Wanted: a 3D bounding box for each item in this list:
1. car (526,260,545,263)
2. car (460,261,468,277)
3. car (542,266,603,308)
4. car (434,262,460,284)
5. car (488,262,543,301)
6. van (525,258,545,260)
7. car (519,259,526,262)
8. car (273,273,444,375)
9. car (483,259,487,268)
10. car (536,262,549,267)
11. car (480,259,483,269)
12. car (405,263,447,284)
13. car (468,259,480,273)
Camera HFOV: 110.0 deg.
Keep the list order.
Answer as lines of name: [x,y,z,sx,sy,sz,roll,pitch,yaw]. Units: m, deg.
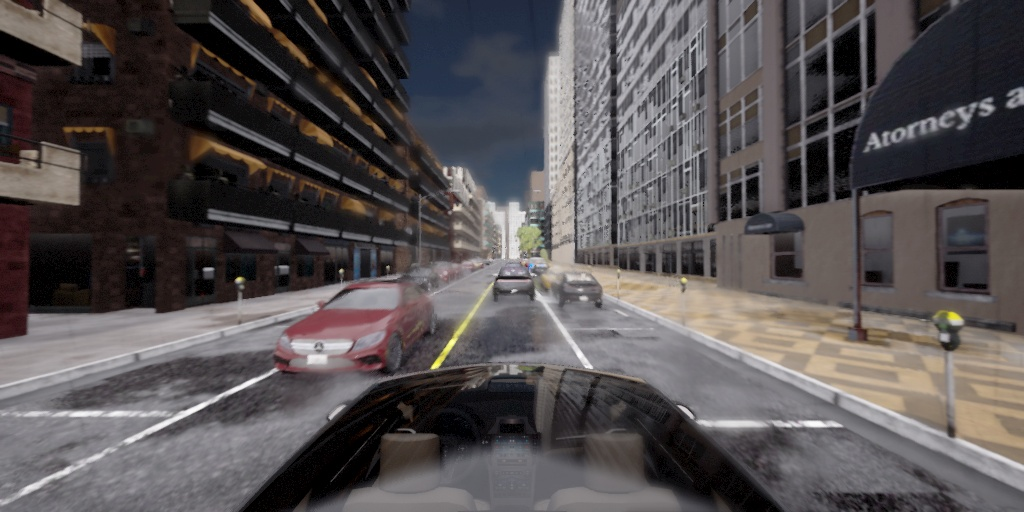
car: [2.569,1.270,31.910,2.007,1.370,4.403,0,0,0]
car: [-5.312,1.302,32.080,1.802,1.307,4.207,0,0,0]
car: [2.567,1.287,14.953,2.007,1.370,4.403,0,0,0]
car: [-5.312,1.165,26.434,1.967,1.591,4.097,0,0,0]
car: [0.100,1.227,17.038,2.128,1.511,4.902,0,0,0]
van: [2.570,1.055,37.563,1.690,1.789,3.998,0,0,0]
car: [0.100,1.267,32.553,2.033,1.411,5.357,0,0,0]
car: [-2.862,1.270,7.624,1.812,1.442,4.674,0,0,0]
car: [-5.309,1.141,54.666,1.967,1.591,4.097,0,0,0]
car: [2.568,1.256,20.776,1.751,1.417,4.829,0,0,0]
car: [-5.310,1.231,48.850,1.751,1.417,4.829,0,0,0]
car: [-5.313,1.297,20.788,1.948,1.339,4.313,0,0,0]
car: [-5.311,1.292,43.373,1.802,1.307,4.207,0,0,0]
